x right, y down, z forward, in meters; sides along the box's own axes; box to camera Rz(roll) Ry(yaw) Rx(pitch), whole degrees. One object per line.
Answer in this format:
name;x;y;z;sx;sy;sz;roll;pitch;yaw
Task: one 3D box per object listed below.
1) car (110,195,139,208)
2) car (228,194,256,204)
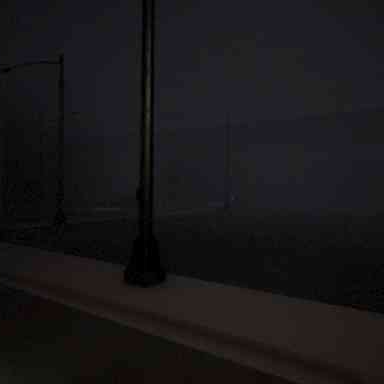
car;-8.152;1.185;42.135;1.882;1.535;5.008;1;1;35
car;8.238;1.165;55.444;4.553;1.767;2.097;1;1;-15
